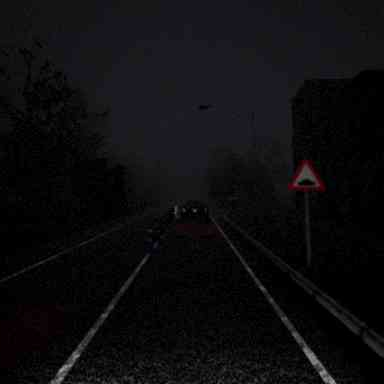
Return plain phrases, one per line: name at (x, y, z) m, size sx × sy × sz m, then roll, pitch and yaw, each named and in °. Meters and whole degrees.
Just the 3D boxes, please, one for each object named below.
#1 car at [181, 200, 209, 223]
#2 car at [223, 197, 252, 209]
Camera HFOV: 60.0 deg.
car at (0.214, 1.403, 26.250) m, size 2.097 × 1.767 × 4.553 m, roll 0°, pitch 0°, yaw 0°
car at (5.760, 1.342, 41.879) m, size 1.882 × 1.535 × 5.008 m, roll -6°, pitch -4°, yaw 37°
